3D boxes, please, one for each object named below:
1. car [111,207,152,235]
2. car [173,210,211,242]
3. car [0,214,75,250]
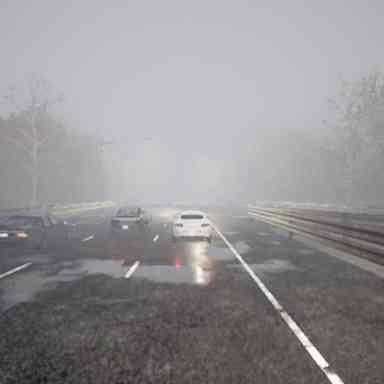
[{"bbox_3d":[-3.557,1.667,20.007,2.128,1.511,4.902,0,-1,-1],"label":"car"},{"bbox_3d":[-0.019,1.675,17.208,1.812,1.442,4.674,0,-1,-1],"label":"car"},{"bbox_3d":[-6.990,1.678,14.888,2.033,1.411,5.357,0,-1,-1],"label":"car"}]
